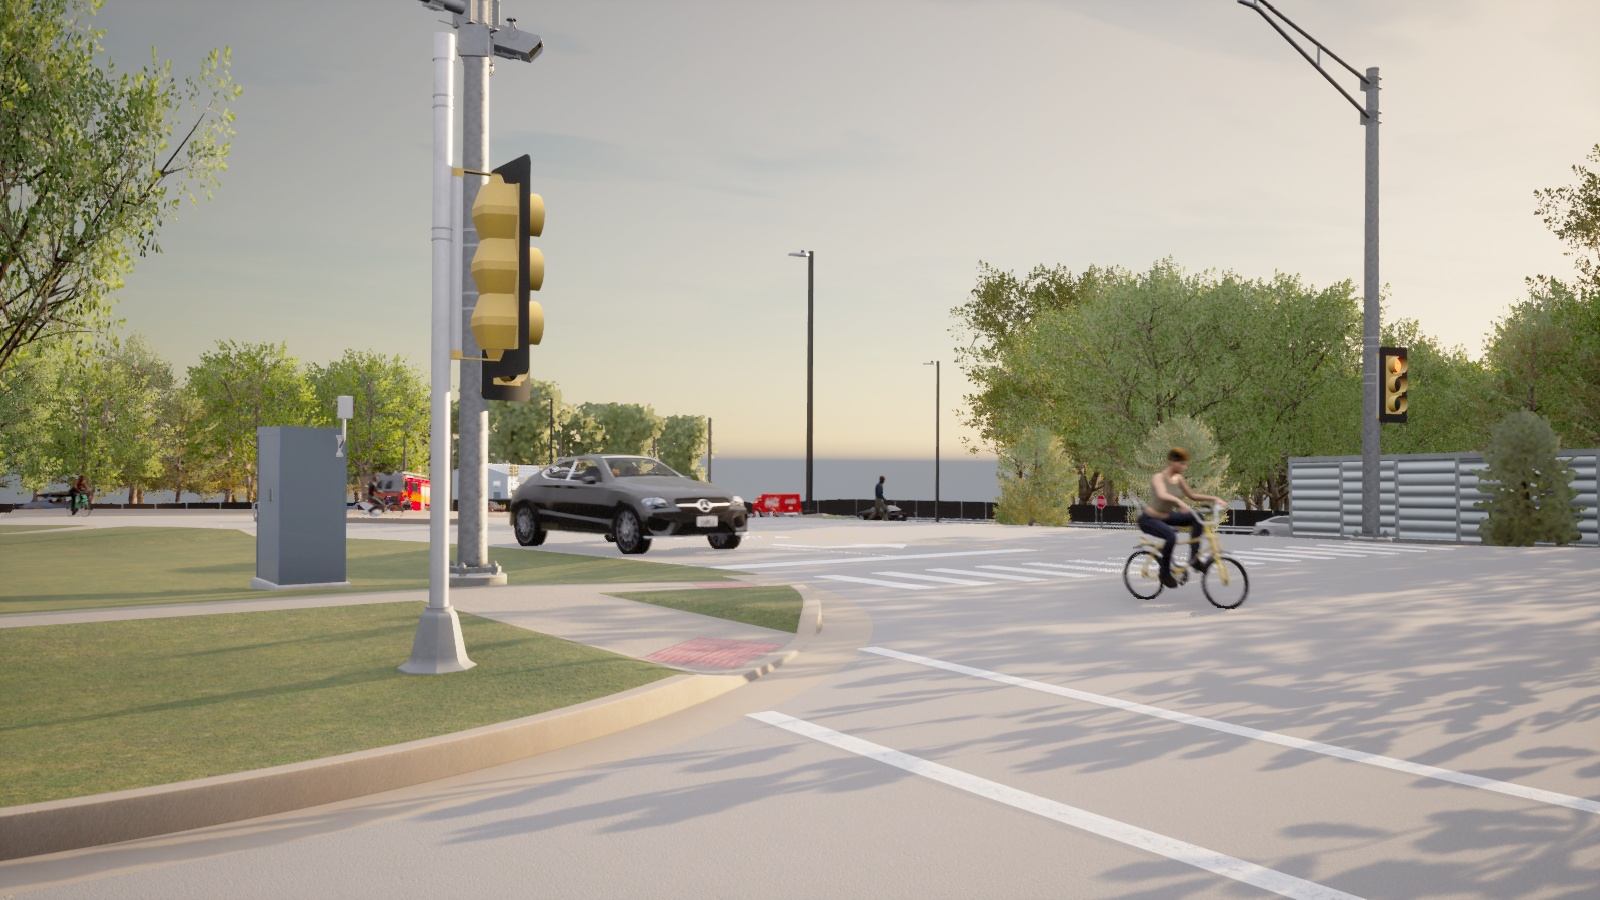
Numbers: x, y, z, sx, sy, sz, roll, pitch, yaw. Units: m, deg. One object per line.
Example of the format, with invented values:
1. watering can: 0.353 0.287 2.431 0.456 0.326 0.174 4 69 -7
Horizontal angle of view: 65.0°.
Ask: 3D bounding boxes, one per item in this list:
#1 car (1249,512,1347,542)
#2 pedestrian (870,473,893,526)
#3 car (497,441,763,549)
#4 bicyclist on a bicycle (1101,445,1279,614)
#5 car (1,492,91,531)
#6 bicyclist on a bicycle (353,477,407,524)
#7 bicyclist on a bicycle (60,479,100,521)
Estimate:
1. car: 26.608 4.112 67.280 1.812 1.442 4.674 0 -2 -33
2. pedestrian: 2.858 1.721 43.852 0.726 1.835 0.370 0 0 18
3. car: -3.072 0.746 21.785 2.152 1.651 5.027 0 -2 -41
4. bicyclist on a bicycle: 3.959 0.761 12.825 0.866 1.612 1.509 1 0 -39
5. car: -41.602 3.402 69.363 1.905 1.878 3.866 -8 -6 21
6. bicyclist on a bicycle: -16.145 1.955 48.319 1.843 1.776 0.659 2 -2 -26
7. bicyclist on a bicycle: -27.886 1.929 48.626 1.656 1.620 0.582 -1 -2 31
